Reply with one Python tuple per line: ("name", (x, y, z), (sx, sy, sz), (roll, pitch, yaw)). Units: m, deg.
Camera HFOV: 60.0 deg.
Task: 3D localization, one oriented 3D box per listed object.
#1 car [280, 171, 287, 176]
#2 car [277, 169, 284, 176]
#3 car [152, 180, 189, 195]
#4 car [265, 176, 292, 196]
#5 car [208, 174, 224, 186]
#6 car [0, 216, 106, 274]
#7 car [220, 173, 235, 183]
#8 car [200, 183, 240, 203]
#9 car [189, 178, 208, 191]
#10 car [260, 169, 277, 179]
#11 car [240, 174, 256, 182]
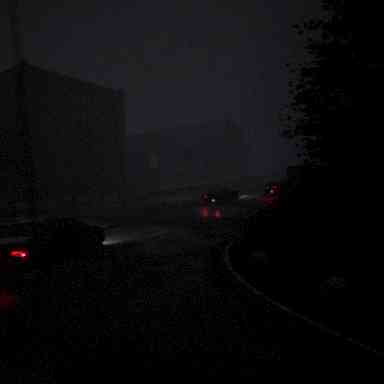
("car", (15.803, -2.113, 51.963), (1.882, 1.535, 5.008), (-1, 5, 32))
("car", (19.970, -4.658, 81.491), (2.435, 2.045, 5.566), (-1, 5, 31))
("car", (-3.058, -0.578, 43.653), (1.946, 1.575, 5.366), (-1, 5, 32))
("car", (8.897, -0.496, 34.205), (1.837, 1.490, 4.892), (-1, 5, 30))
("car", (2.671, -1.532, 53.051), (1.946, 1.575, 5.366), (-1, 5, 31))
("car", (-4.433, 1.462, 10.302), (2.033, 1.411, 5.357), (-2, 1, 6))
("car", (5.668, -2.280, 57.977), (2.435, 2.045, 5.566), (-1, 5, 31))
("car", (2.744, 0.231, 29.773), (1.895, 1.301, 4.718), (-1, 4, 26))
("car", (-0.190, -1.057, 48.349), (1.946, 1.575, 5.366), (-1, 5, 31))
("car", (17.142, -3.934, 76.835), (2.231, 1.521, 4.892), (-1, 5, 31))
("car", (11.398, -2.951, 67.401), (2.163, 1.488, 4.792), (-1, 5, 31))
